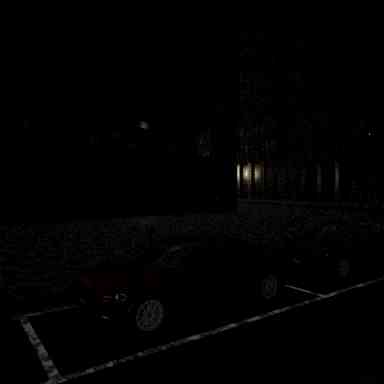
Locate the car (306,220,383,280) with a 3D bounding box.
[{"bbox_3d":[4.539,1.546,9.920,4.507,1.381,1.887,0,0,-36],"label":"car"}]

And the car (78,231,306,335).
[{"bbox_3d":[0.046,1.545,6.704,4.507,1.381,1.887,0,0,-36],"label":"car"}]

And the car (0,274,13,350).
[{"bbox_3d":[-4.447,1.544,3.488,4.507,1.381,1.887,0,0,-36],"label":"car"}]
